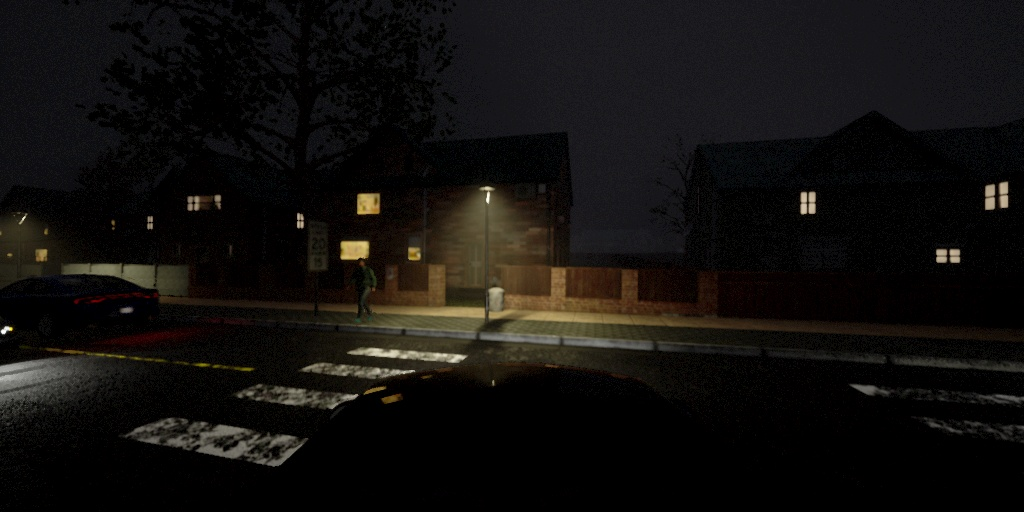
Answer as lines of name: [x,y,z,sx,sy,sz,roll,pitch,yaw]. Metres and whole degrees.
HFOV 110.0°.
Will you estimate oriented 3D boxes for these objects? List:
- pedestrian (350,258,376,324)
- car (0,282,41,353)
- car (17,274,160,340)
pedestrian: [-4.050,0.902,9.753,0.375,1.860,0.375,0,0,15]
car: [-12.088,1.285,6.686,5.357,1.411,2.033,0,0,15]
car: [-12.212,1.238,9.768,5.008,1.535,1.882,0,0,15]
